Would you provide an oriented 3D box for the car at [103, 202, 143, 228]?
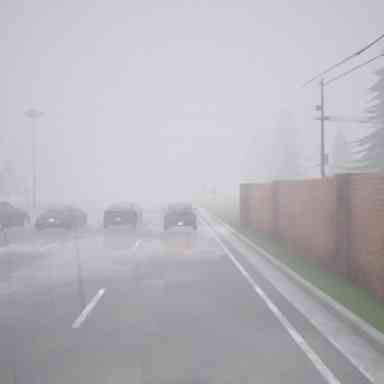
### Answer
[{"bbox_3d":[-4.280,1.371,21.190,1.882,1.535,5.008,0,0,-3],"label":"car"}]

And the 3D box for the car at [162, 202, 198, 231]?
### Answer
[{"bbox_3d":[-0.717,1.379,19.852,1.837,1.490,4.892,0,0,-3],"label":"car"}]

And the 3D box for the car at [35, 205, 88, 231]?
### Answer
[{"bbox_3d":[-7.734,1.492,20.081,1.994,1.385,4.181,0,0,-3],"label":"car"}]

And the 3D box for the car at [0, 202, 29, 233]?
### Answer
[{"bbox_3d":[-11.194,1.314,19.046,2.097,1.767,4.553,0,0,-3],"label":"car"}]
